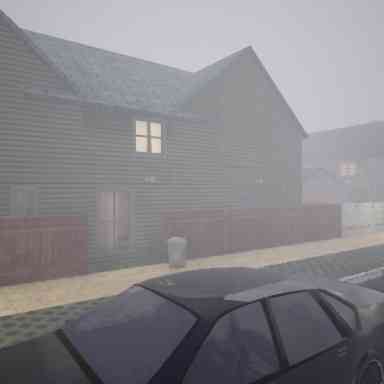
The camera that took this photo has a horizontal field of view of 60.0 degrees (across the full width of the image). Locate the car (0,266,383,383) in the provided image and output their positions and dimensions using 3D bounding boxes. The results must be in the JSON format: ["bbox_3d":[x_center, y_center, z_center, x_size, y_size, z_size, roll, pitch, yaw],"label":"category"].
[{"bbox_3d":[0.150,1.548,3.192,5.357,1.411,2.033,0,0,-36],"label":"car"}]
